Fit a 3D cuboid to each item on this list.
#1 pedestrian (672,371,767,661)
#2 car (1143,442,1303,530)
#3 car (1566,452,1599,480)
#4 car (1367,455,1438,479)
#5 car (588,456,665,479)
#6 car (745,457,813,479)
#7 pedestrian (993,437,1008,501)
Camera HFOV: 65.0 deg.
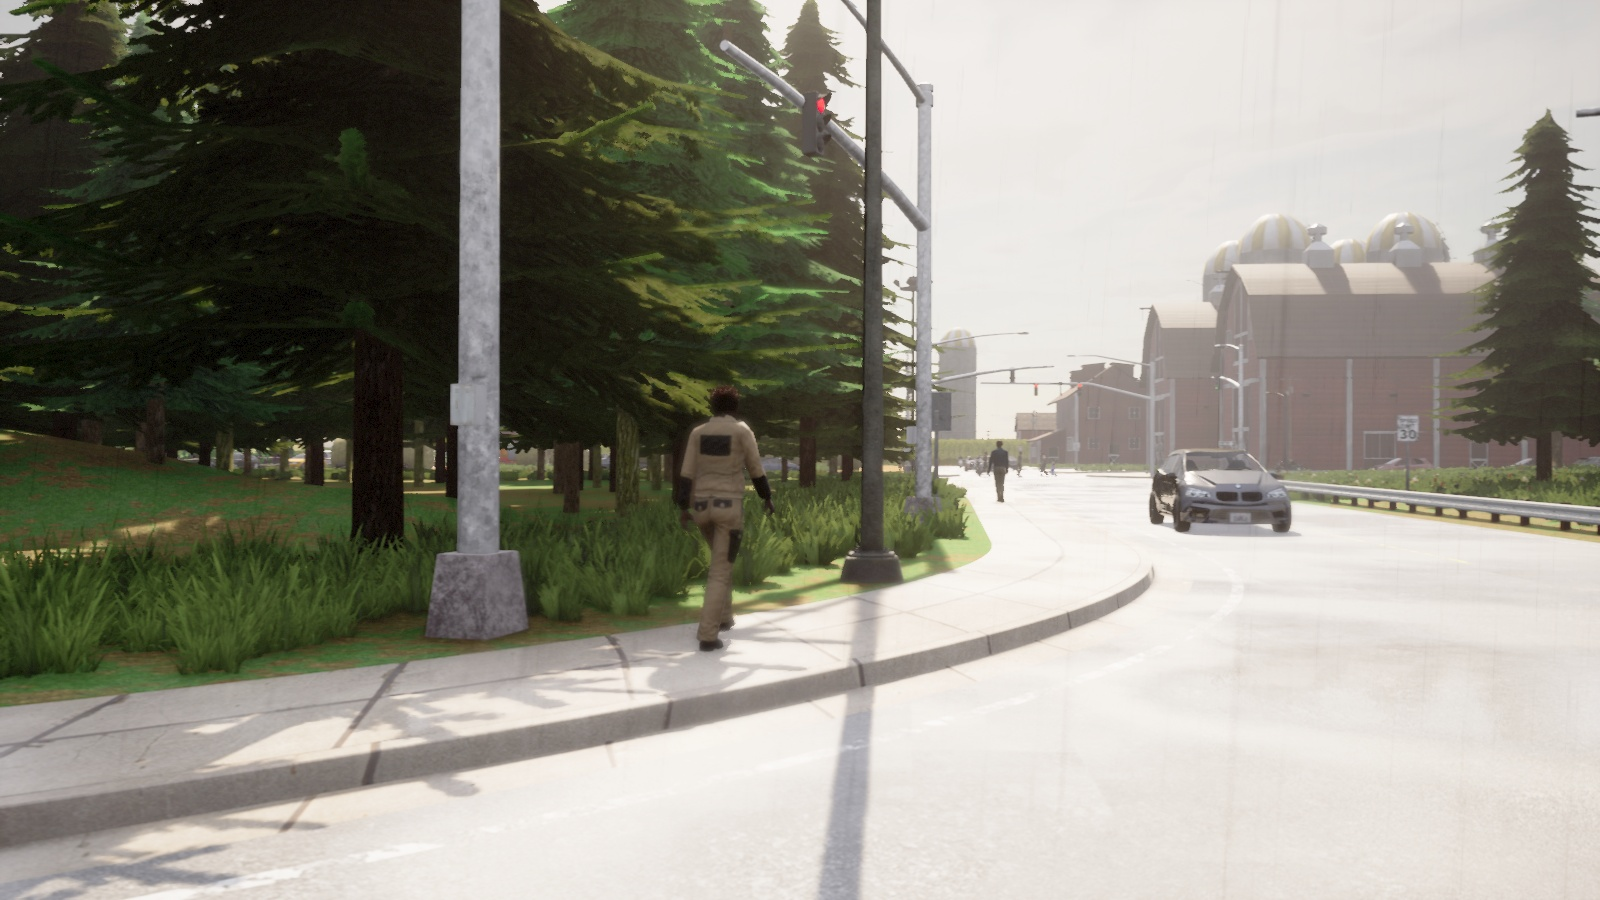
[{"bbox_3d":[-0.549,0.443,8.751,0.396,1.930,0.692,0,0,22],"label":"pedestrian"},{"bbox_3d":[8.688,0.689,26.250,2.242,1.667,4.611,0,0,6],"label":"car"},{"bbox_3d":[49.261,0.974,75.740,4.856,1.649,2.033,0,0,5],"label":"car"},{"bbox_3d":[38.485,1.084,80.290,3.633,1.501,1.845,0,0,5],"label":"car"},{"bbox_3d":[-11.247,1.135,81.546,4.674,1.442,1.812,0,0,5],"label":"car"},{"bbox_3d":[-1.322,1.163,80.593,4.181,1.385,1.994,0,0,5],"label":"car"},{"bbox_3d":[5.779,0.550,36.256,0.370,1.835,0.726,0,0,5],"label":"pedestrian"}]
